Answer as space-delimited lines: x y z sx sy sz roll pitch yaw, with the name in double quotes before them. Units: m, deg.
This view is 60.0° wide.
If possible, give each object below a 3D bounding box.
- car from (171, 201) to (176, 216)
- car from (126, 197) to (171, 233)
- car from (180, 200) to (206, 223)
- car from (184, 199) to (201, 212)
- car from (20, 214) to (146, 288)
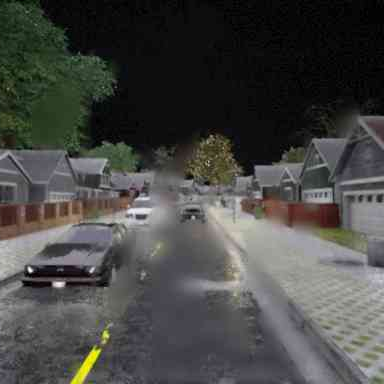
"car" -2.747 1.716 35.958 2.128 1.511 4.902 0 0 1
"car" -2.781 1.353 21.138 2.150 2.045 5.566 0 0 0
"car" 0.105 1.679 27.662 1.837 1.490 4.892 0 0 0
"car" 0.123 1.766 43.869 2.128 1.511 4.902 0 0 0
"car" -2.833 1.609 9.762 2.033 1.411 5.357 0 0 0
